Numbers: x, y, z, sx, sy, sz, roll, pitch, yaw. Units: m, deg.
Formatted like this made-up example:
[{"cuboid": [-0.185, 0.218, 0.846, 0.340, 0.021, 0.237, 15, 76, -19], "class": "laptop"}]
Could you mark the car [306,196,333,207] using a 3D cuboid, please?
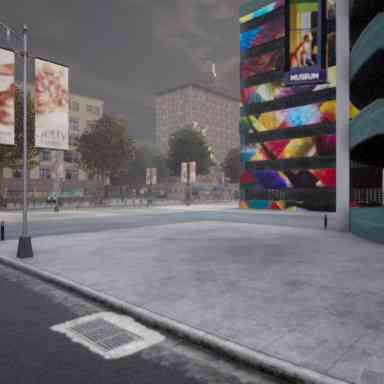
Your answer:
[{"cuboid": [19.579, 1.411, 51.052, 2.161, 1.482, 4.786, 0, 0, 43], "class": "car"}]

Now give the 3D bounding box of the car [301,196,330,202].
[{"cuboid": [14.255, 1.319, 39.330, 2.002, 1.452, 4.674, 0, 0, 43], "class": "car"}]
